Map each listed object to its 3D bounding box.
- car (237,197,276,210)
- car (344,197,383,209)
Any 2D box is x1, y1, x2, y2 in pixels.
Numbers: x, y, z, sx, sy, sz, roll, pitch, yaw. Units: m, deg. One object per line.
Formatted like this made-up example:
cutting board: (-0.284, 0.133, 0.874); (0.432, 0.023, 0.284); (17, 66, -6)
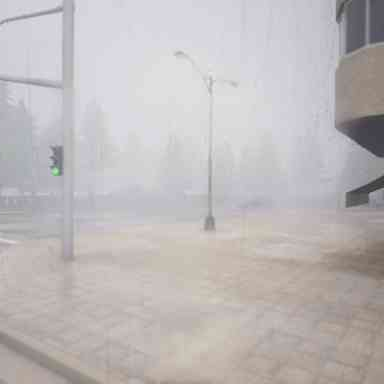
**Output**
car: (7.576, 1.282, 39.172); (4.902, 1.511, 2.128); (0, 0, -22)
car: (22.686, 1.225, 43.866); (4.553, 1.767, 2.097); (1, 1, 43)
